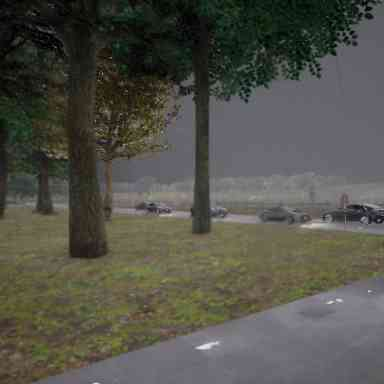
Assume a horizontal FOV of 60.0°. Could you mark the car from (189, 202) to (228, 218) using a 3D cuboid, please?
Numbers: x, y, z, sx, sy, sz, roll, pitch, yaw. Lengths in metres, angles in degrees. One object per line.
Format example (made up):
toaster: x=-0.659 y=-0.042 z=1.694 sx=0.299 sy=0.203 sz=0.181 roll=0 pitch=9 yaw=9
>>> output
car: x=1.675 y=1.774 z=34.930 sx=2.097 sy=1.767 sz=4.553 roll=-2 pitch=0 yaw=-35

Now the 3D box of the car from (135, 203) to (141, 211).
car: x=-7.226 y=2.248 z=52.590 sx=2.033 sy=1.411 sz=5.357 roll=-2 pitch=0 yaw=-35

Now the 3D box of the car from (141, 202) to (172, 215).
car: x=-4.473 y=2.118 z=43.673 sx=1.837 sy=1.490 sz=4.892 roll=-2 pitch=0 yaw=-35

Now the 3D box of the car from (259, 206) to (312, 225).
car: x=7.427 y=1.804 z=26.773 sx=1.994 sy=1.385 sz=4.181 roll=-2 pitch=0 yaw=-35

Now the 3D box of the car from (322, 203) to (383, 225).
car: x=12.089 y=1.604 z=24.883 sx=1.837 sy=1.490 sz=4.892 roll=-1 pitch=-1 yaw=-32
